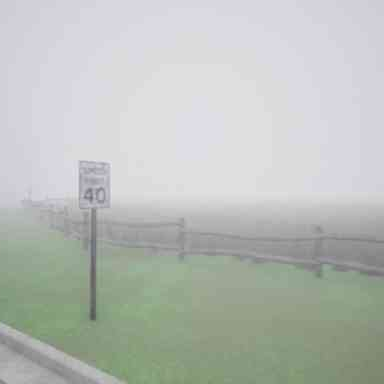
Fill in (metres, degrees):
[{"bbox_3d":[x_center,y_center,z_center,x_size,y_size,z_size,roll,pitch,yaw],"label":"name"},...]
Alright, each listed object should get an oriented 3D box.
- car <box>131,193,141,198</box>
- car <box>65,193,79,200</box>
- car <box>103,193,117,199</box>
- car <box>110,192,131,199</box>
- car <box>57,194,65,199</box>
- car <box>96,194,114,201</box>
[{"bbox_3d":[-14.722,1.023,86.411,1.994,1.385,4.181,0,0,10],"label":"car"},{"bbox_3d":[-26.908,1.063,78.025,1.882,1.535,5.008,0,0,10],"label":"car"},{"bbox_3d":[-21.610,0.983,87.656,1.994,1.385,4.181,0,0,10],"label":"car"},{"bbox_3d":[-16.497,1.249,76.597,1.895,1.301,4.718,0,0,10],"label":"car"},{"bbox_3d":[-30.254,1.090,79.194,1.812,1.442,4.674,0,0,10],"label":"car"},{"bbox_3d":[-20.020,1.174,76.780,2.033,1.411,5.357,0,0,10],"label":"car"}]
